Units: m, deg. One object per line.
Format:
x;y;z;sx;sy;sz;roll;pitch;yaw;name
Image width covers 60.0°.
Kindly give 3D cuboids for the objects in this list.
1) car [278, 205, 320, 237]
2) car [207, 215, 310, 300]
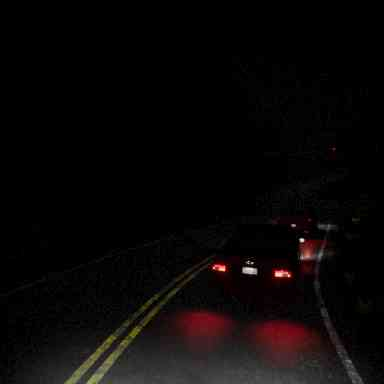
5.967;1.485;18.538;1.882;1.535;5.008;2;1;23;car
1.878;1.548;8.694;2.033;1.411;5.357;2;0;18;car
